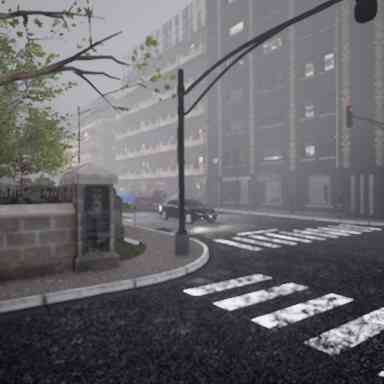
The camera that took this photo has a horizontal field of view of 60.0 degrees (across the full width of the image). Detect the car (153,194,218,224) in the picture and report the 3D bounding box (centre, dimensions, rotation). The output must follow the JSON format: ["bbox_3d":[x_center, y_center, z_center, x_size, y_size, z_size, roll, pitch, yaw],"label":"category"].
[{"bbox_3d":[-0.323,1.159,21.583,1.837,1.490,4.892,-1,2,-36],"label":"car"}]

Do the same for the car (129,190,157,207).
[{"bbox_3d":[-4.616,0.641,37.208,2.192,1.841,5.009,0,1,-36],"label":"car"}]

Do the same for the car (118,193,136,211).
[{"bbox_3d":[-7.471,1.043,31.298,1.895,1.301,4.718,-1,1,-36],"label":"car"}]

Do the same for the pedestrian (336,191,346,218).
[{"bbox_3d":[9.951,0.801,22.352,0.375,1.860,0.375,1,0,-36],"label":"pedestrian"}]

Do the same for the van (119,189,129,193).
[{"bbox_3d":[-7.890,0.570,41.656,1.690,1.788,3.998,0,1,-36],"label":"van"}]

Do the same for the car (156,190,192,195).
[{"bbox_3d":[-1.345,0.864,32.761,1.967,1.590,4.097,0,1,-36],"label":"car"}]
